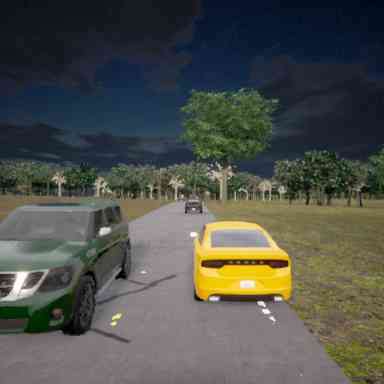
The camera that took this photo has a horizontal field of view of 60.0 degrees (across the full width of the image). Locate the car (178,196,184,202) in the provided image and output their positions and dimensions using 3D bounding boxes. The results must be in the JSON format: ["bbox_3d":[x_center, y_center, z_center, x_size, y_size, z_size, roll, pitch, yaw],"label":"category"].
[{"bbox_3d":[-2.509,1.736,80.720,2.033,1.411,5.357,0,-1,0],"label":"car"}]

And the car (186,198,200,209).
[{"bbox_3d":[0.177,1.584,46.228,1.895,1.301,4.718,0,0,1],"label":"car"}]

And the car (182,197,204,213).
[{"bbox_3d":[0.181,1.470,35.846,1.837,1.490,4.892,0,0,0],"label":"car"}]

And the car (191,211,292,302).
[{"bbox_3d":[0.986,1.475,8.349,1.882,1.535,5.008,0,0,0],"label":"car"}]

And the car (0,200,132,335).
[{"bbox_3d":[-2.731,1.219,7.066,2.150,2.045,5.566,0,0,0],"label":"car"}]
